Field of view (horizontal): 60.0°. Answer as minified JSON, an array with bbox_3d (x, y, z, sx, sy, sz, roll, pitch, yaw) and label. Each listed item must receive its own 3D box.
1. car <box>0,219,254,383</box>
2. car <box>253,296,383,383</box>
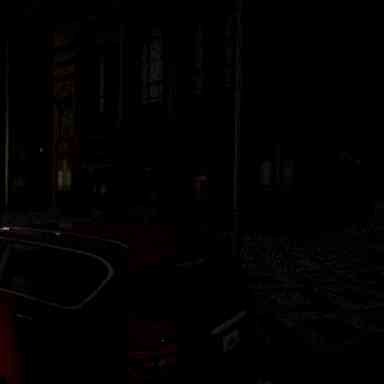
[{"bbox_3d":[-1.624,1.274,4.123,5.009,1.841,2.192,1,0,35],"label":"car"},{"bbox_3d":[2.943,1.338,0.865,5.009,1.841,2.192,1,0,35],"label":"car"}]
